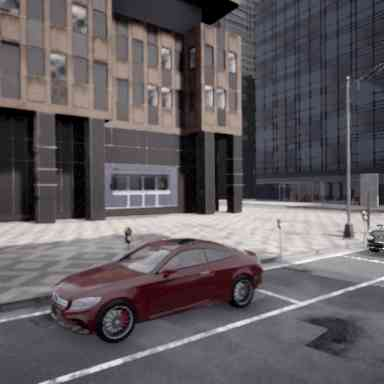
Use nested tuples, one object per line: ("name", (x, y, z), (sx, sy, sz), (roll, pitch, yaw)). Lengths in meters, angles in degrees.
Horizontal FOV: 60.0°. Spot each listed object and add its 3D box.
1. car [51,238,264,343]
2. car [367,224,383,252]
("car", (-0.423, 1.582, 6.358), (4.206, 1.307, 1.802), (0, -1, -35))
("car", (8.335, 1.549, 12.602), (4.403, 1.369, 2.008), (0, -1, -35))
